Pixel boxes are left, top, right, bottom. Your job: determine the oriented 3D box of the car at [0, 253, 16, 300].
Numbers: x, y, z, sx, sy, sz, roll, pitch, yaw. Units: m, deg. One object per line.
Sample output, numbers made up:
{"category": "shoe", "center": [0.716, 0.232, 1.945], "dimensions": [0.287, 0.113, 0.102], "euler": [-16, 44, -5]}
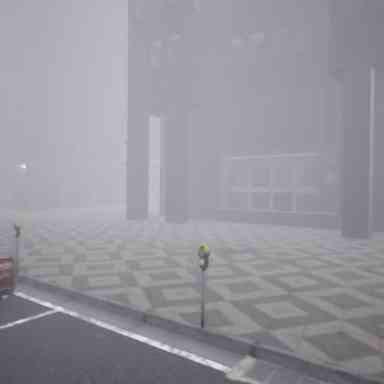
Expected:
{"category": "car", "center": [-5.380, 1.473, 6.804], "dimensions": [4.507, 1.381, 1.887], "euler": [1, 1, 35]}
